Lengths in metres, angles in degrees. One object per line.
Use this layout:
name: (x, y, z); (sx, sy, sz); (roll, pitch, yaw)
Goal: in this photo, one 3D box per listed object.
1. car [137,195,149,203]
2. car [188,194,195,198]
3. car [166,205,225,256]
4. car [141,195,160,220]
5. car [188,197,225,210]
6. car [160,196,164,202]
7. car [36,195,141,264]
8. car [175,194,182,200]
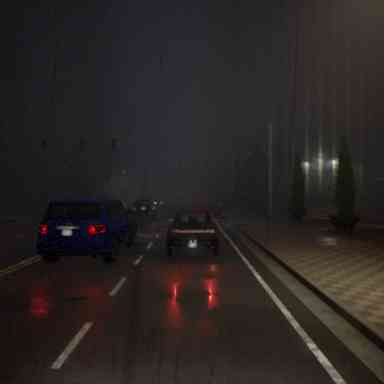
car: (-10.510, 1.427, 71.504); (1.882, 1.535, 5.008); (0, 0, 0)
car: (-0.013, 1.368, 85.715); (1.837, 1.490, 4.892); (0, 0, 0)
car: (0.044, 1.483, 13.077); (2.128, 1.511, 4.902); (0, 0, 1)
car: (-4.150, 1.331, 27.920); (2.097, 1.767, 4.553); (0, 0, -10)
car: (1.443, 1.457, 29.075); (1.882, 1.535, 5.008); (-1, 0, 21)
car: (-7.010, 1.501, 71.505); (1.994, 1.385, 4.181); (0, 0, 0)
car: (-3.468, 1.214, 11.987); (2.150, 2.045, 5.566); (0, 0, 1)
car: (-3.513, 1.277, 86.255); (1.812, 1.442, 4.674); (0, 0, 0)
